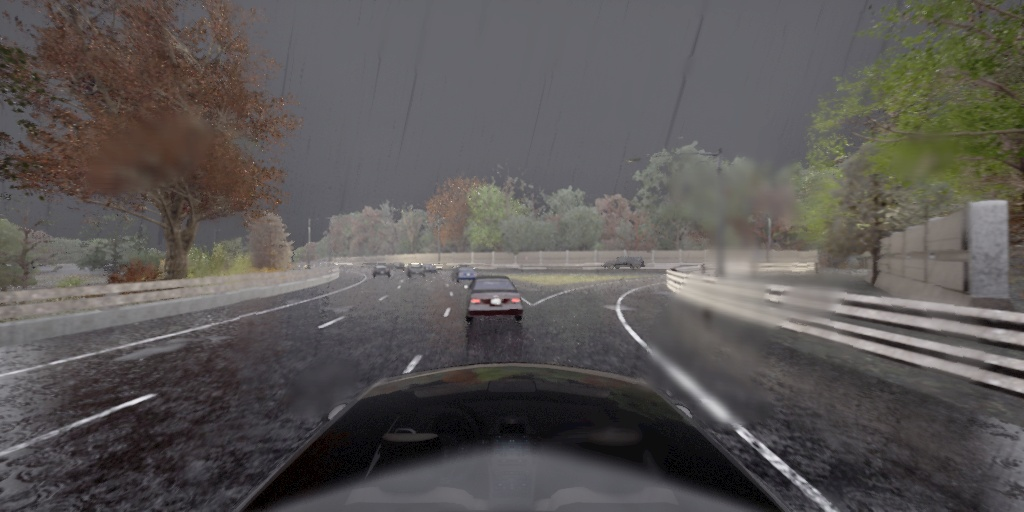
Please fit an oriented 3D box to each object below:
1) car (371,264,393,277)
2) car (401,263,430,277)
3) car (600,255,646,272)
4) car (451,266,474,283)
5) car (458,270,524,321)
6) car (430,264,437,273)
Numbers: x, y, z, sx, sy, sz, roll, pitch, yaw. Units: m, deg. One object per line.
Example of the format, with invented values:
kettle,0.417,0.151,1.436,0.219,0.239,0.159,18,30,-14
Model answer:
car,-15.668,1.718,42.991,1.812,1.442,4.674,0,-1,-23
car,-11.464,1.660,42.222,2.128,1.511,4.902,0,-1,-22
car,14.216,0.938,45.932,5.566,2.045,2.150,0,-1,5
car,-4.261,1.590,31.674,2.033,1.411,5.357,0,-1,-16
car,-0.741,1.404,13.008,2.033,1.411,5.357,0,-1,-6
car,-12.564,1.818,52.849,2.033,1.411,5.357,0,-1,-27
